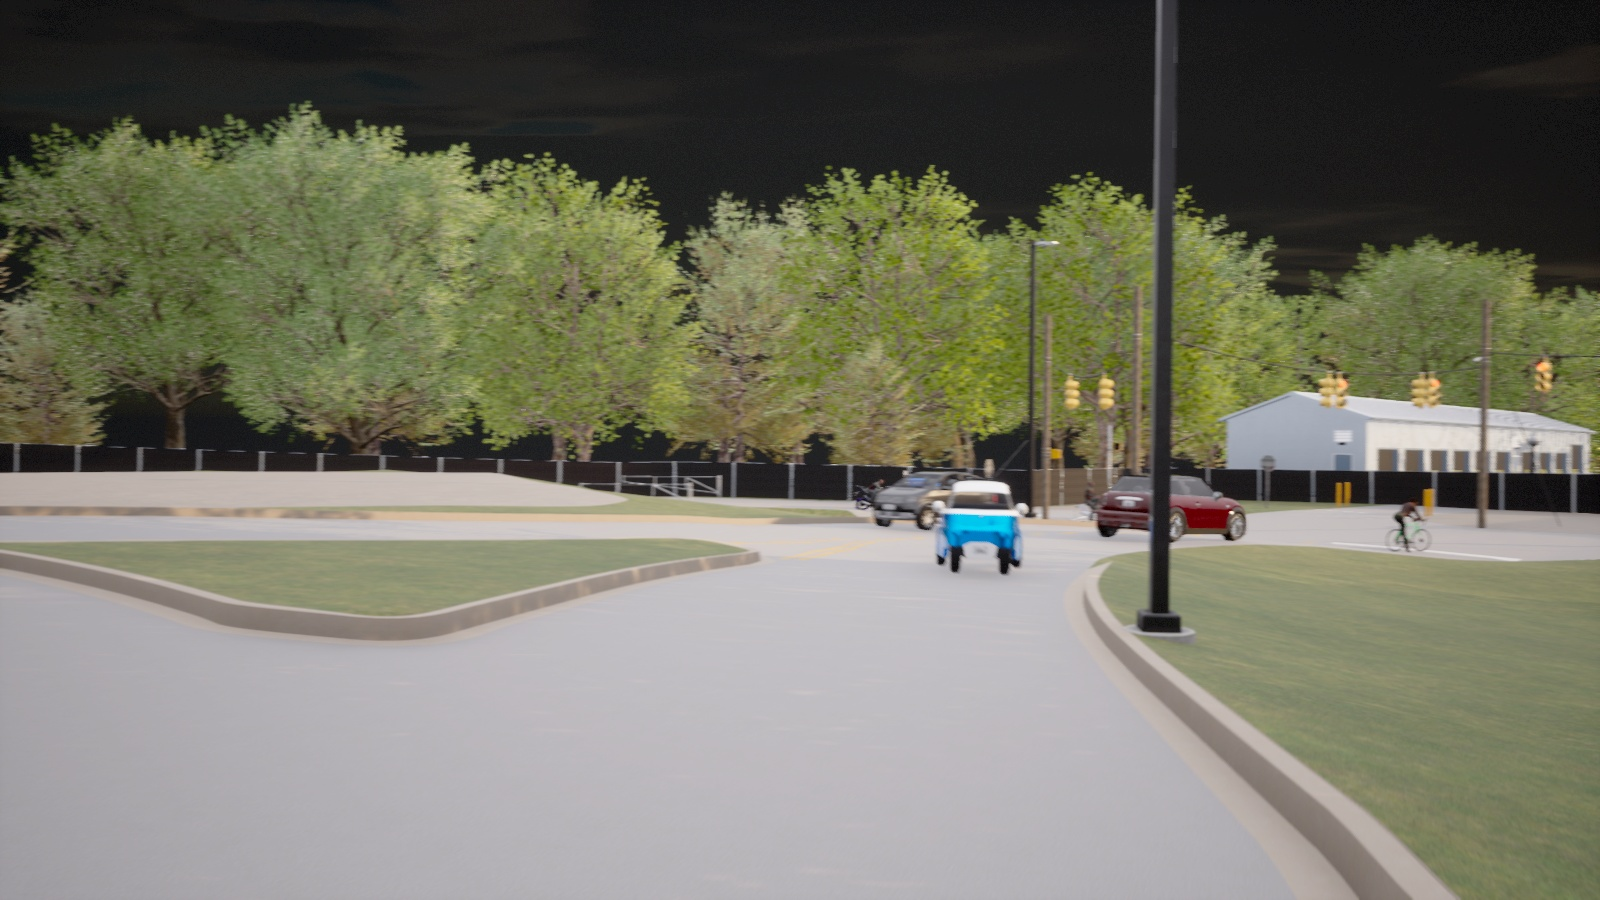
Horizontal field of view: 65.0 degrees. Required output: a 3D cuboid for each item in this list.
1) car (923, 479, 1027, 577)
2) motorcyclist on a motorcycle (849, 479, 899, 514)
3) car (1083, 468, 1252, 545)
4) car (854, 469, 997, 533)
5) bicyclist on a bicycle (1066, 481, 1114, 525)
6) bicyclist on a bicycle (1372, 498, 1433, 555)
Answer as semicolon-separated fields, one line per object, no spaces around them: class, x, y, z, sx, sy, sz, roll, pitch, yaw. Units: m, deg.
car;2.702;1.174;19.561;1.481;1.376;2.207;1;-1;7
motorcyclist on a motorcycle;3.466;2.162;58.667;2.191;1.530;0.866;2;2;15
car;9.568;1.455;32.500;4.553;1.767;2.097;3;-1;-43
car;3.391;1.350;33.509;3.705;1.549;1.789;3;-1;-44
bicyclist on a bicycle;12.570;2.288;54.462;1.843;1.776;0.659;2;2;35
bicyclist on a bicycle;17.923;2.265;37.373;1.656;1.620;0.582;1;2;-19
